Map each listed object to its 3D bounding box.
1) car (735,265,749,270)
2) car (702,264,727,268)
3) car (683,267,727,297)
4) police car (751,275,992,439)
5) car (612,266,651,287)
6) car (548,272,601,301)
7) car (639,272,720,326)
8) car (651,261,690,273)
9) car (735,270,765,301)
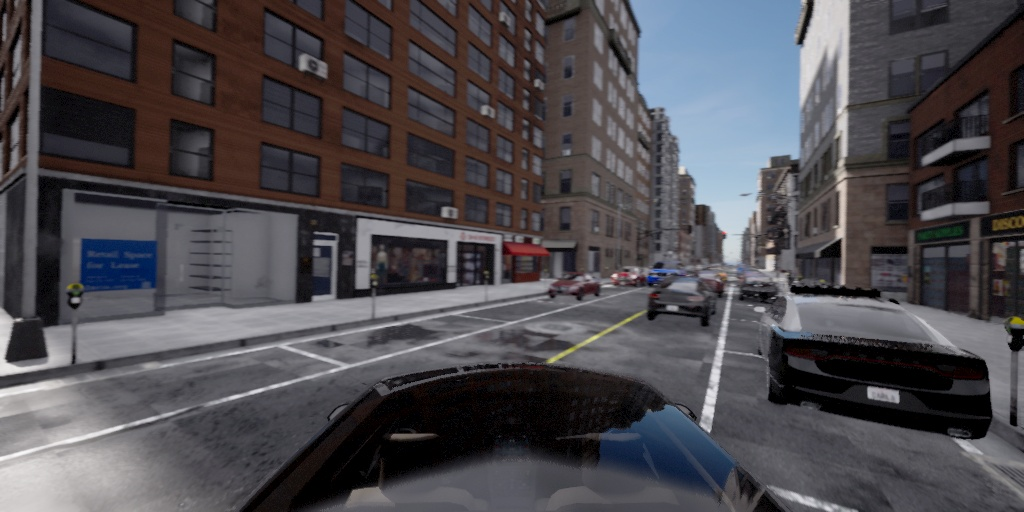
[{"bbox_3d":[18.940,1.756,28.550,1.967,1.591,4.097,0,0,32],"label":"car"},{"bbox_3d":[20.104,1.836,35.369,1.801,1.575,5.366,1,0,32],"label":"car"},{"bbox_3d":[12.109,1.657,22.378,1.812,1.442,4.674,1,0,32],"label":"car"},{"bbox_3d":[5.325,1.316,6.017,1.930,1.638,5.238,1,0,32],"label":"police car"},{"bbox_3d":[9.208,1.538,28.114,1.967,1.591,4.097,0,0,32],"label":"car"},{"bbox_3d":[3.364,1.499,18.753,1.802,1.307,4.207,0,0,32],"label":"car"},{"bbox_3d":[6.110,1.472,12.778,1.812,1.442,4.674,1,-1,33],"label":"car"},{"bbox_3d":[12.183,1.385,28.038,2.150,2.045,5.566,1,0,32],"label":"car"},{"bbox_3d":[13.095,1.686,19.188,2.007,1.370,4.403,0,0,32],"label":"car"}]
